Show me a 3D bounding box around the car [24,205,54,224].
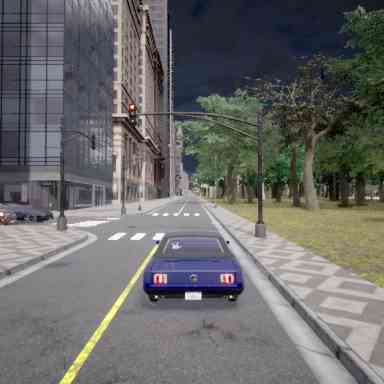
[{"bbox_3d":[-13.003,1.554,24.106,5.357,1.411,2.033,0,-2,-4],"label":"car"}]

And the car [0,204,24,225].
[{"bbox_3d":[-13.497,1.372,21.296,4.097,1.590,1.967,0,-2,-1],"label":"car"}]

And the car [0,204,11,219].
[{"bbox_3d":[-18.943,1.727,29.819,4.313,1.339,1.947,0,-1,0],"label":"car"}]

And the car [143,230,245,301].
[{"bbox_3d":[0.020,1.607,8.278,1.895,1.301,4.718,0,0,0],"label":"car"}]
